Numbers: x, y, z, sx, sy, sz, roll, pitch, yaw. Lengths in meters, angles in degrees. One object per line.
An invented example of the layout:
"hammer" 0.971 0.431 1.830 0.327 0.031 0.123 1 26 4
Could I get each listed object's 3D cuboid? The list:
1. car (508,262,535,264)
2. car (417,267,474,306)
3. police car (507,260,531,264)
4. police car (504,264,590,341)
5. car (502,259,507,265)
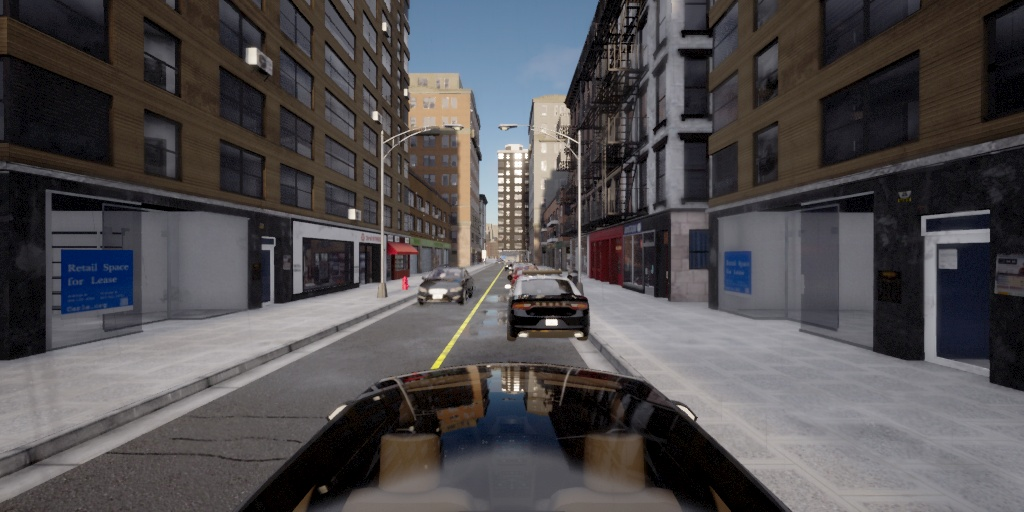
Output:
"car" 0.814 1.272 19.915 1.812 1.442 4.674 0 0 0
"car" -2.759 1.238 15.736 2.128 1.511 4.902 0 0 0
"police car" 0.810 1.169 26.025 1.930 1.638 5.238 0 0 0
"police car" 0.821 1.174 10.025 1.930 1.638 5.238 0 0 0
"car" 0.013 1.341 47.855 1.895 1.301 4.718 0 0 1
